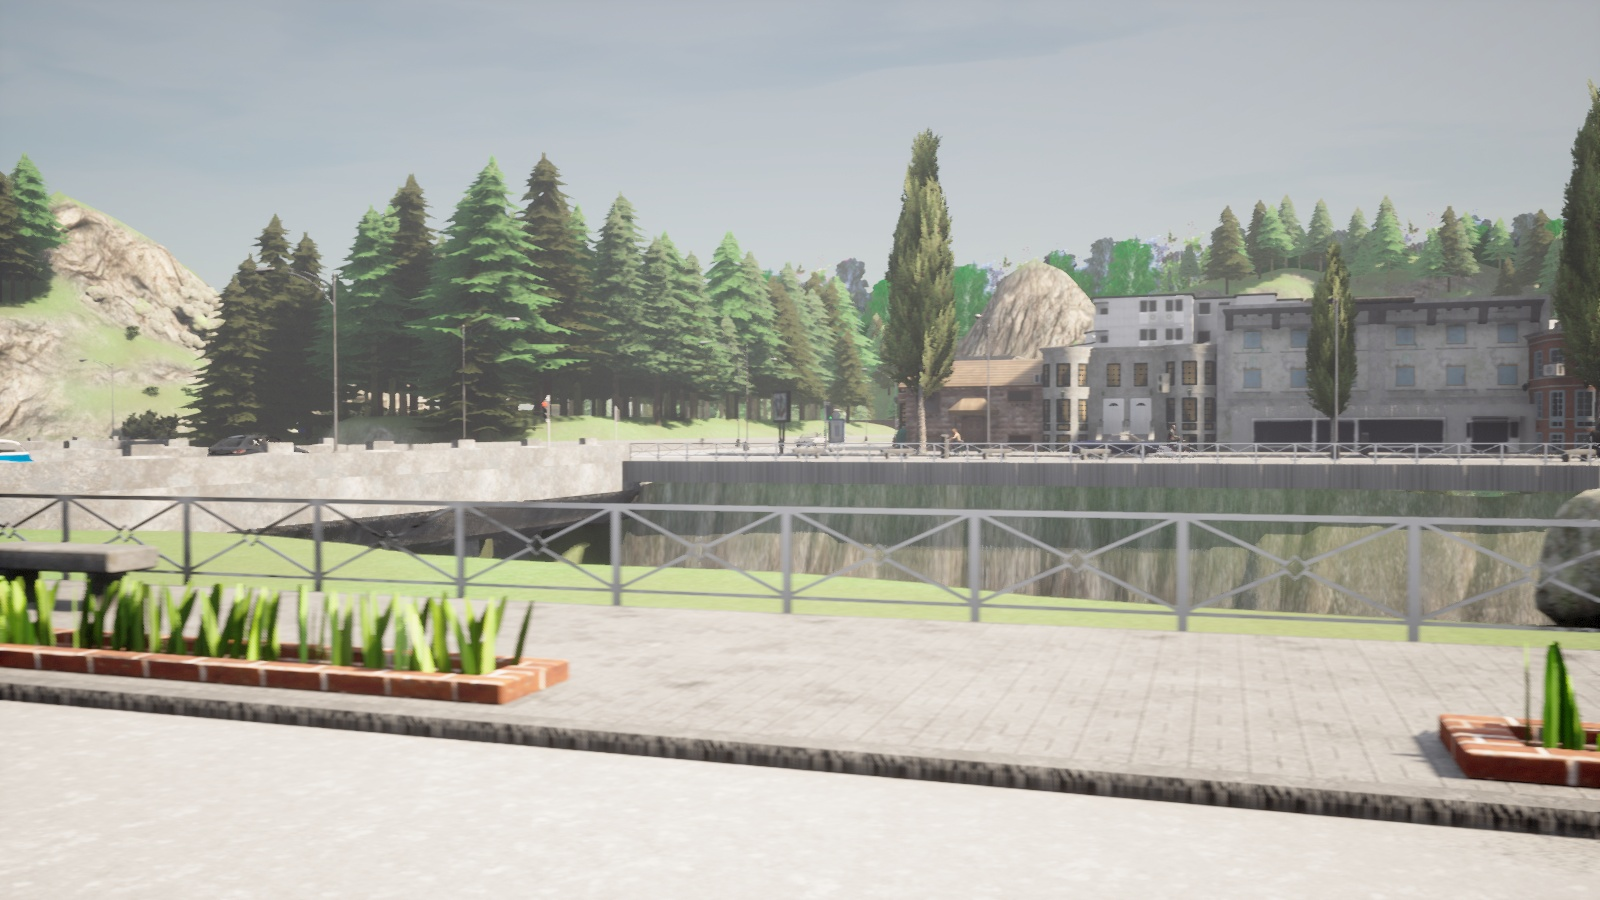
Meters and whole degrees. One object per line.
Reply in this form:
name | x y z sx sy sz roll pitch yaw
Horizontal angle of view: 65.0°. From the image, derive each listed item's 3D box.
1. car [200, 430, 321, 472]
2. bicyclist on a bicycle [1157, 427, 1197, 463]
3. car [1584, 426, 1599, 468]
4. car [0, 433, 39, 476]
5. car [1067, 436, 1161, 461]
car | -20.098 0.013 46.945 1.816 1.474 4.193 1 1 19
bicyclist on a bicycle | 18.755 -0.232 62.450 1.843 1.776 0.659 0 1 19
car | 37.536 -0.135 56.138 3.866 1.878 1.905 1 1 19
car | -26.346 0.127 40.929 1.481 1.376 2.207 1 1 19
car | 16.833 -0.088 67.319 4.718 1.301 1.895 1 1 19
